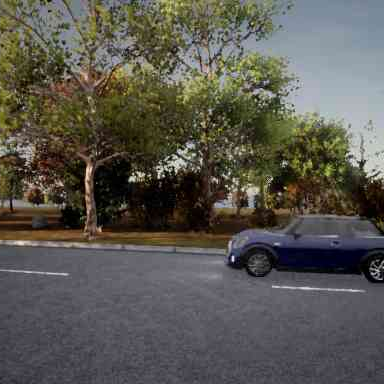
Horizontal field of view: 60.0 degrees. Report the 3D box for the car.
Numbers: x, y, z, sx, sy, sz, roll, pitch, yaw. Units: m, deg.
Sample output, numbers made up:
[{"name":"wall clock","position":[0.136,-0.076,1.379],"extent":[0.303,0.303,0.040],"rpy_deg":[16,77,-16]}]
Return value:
[{"name":"car","position":[3.286,1.420,9.575],"extent":[4.553,1.767,2.097],"rpy_deg":[1,-1,7]}]
